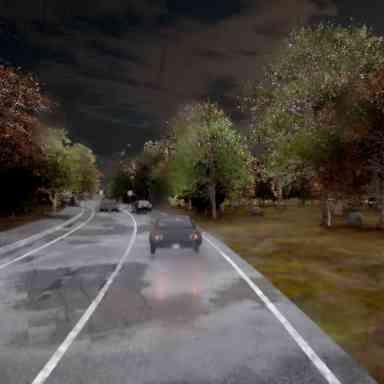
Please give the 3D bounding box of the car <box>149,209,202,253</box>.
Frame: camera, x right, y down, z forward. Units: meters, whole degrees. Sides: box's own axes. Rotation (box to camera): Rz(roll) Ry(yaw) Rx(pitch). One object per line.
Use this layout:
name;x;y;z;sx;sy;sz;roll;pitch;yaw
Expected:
car;-0.791;1.614;13.836;1.895;1.301;4.718;0;0;-6

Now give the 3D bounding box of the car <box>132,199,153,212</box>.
car;-5.782;1.555;38.278;2.033;1.411;5.357;1;0;-17

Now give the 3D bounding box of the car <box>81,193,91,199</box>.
car;-23.999;0.962;75.263;2.097;1.767;4.553;2;-1;-22

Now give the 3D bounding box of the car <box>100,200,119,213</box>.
car;-9.024;1.533;36.269;1.895;1.301;4.718;1;0;-17
